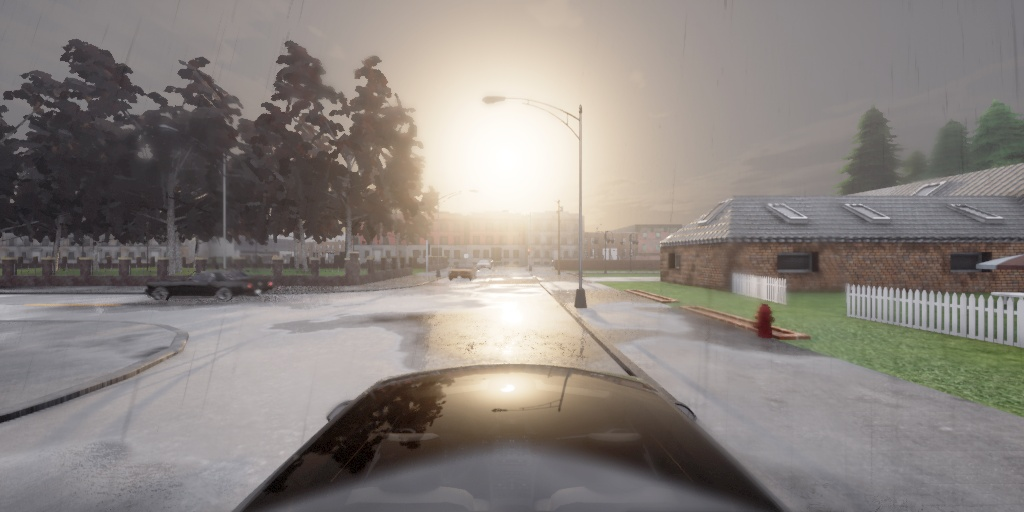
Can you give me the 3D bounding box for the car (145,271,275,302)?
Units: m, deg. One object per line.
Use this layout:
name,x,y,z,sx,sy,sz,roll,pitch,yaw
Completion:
car,-13.719,1.351,16.398,4.718,1.301,1.895,0,0,2

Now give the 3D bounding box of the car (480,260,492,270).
car,-4.028,1.275,51.602,1.812,1.442,4.674,0,0,0

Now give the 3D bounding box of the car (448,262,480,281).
car,-4.103,1.351,30.127,1.895,1.301,4.718,0,0,0
